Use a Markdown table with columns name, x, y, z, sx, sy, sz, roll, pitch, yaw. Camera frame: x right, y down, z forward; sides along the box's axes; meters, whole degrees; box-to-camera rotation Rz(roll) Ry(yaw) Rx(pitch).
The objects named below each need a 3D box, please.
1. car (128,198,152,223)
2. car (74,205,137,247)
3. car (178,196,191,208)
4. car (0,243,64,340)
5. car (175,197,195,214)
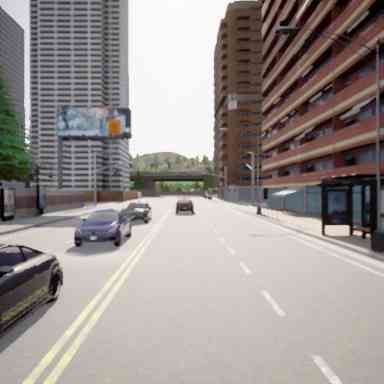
| name | x | y | z | sx | sy | sz | roll | pitch | yaw |
| --- | --- | --- | --- | --- | --- | --- | --- | --- | --- |
| car | -4.165 | 1.511 | 25.742 | 1.837 | 1.490 | 4.892 | 0 | 0 | -1 |
| car | -3.922 | 1.536 | 15.363 | 1.812 | 1.442 | 4.674 | 0 | 0 | -1 |
| car | -1.086 | 1.453 | 48.752 | 1.882 | 1.535 | 5.008 | 0 | 0 | -1 |
| car | -3.699 | 1.579 | 5.443 | 1.994 | 1.385 | 4.181 | 0 | 0 | -1 |
| car | -0.758 | 1.460 | 35.628 | 1.882 | 1.535 | 5.008 | 0 | 0 | -1 |
